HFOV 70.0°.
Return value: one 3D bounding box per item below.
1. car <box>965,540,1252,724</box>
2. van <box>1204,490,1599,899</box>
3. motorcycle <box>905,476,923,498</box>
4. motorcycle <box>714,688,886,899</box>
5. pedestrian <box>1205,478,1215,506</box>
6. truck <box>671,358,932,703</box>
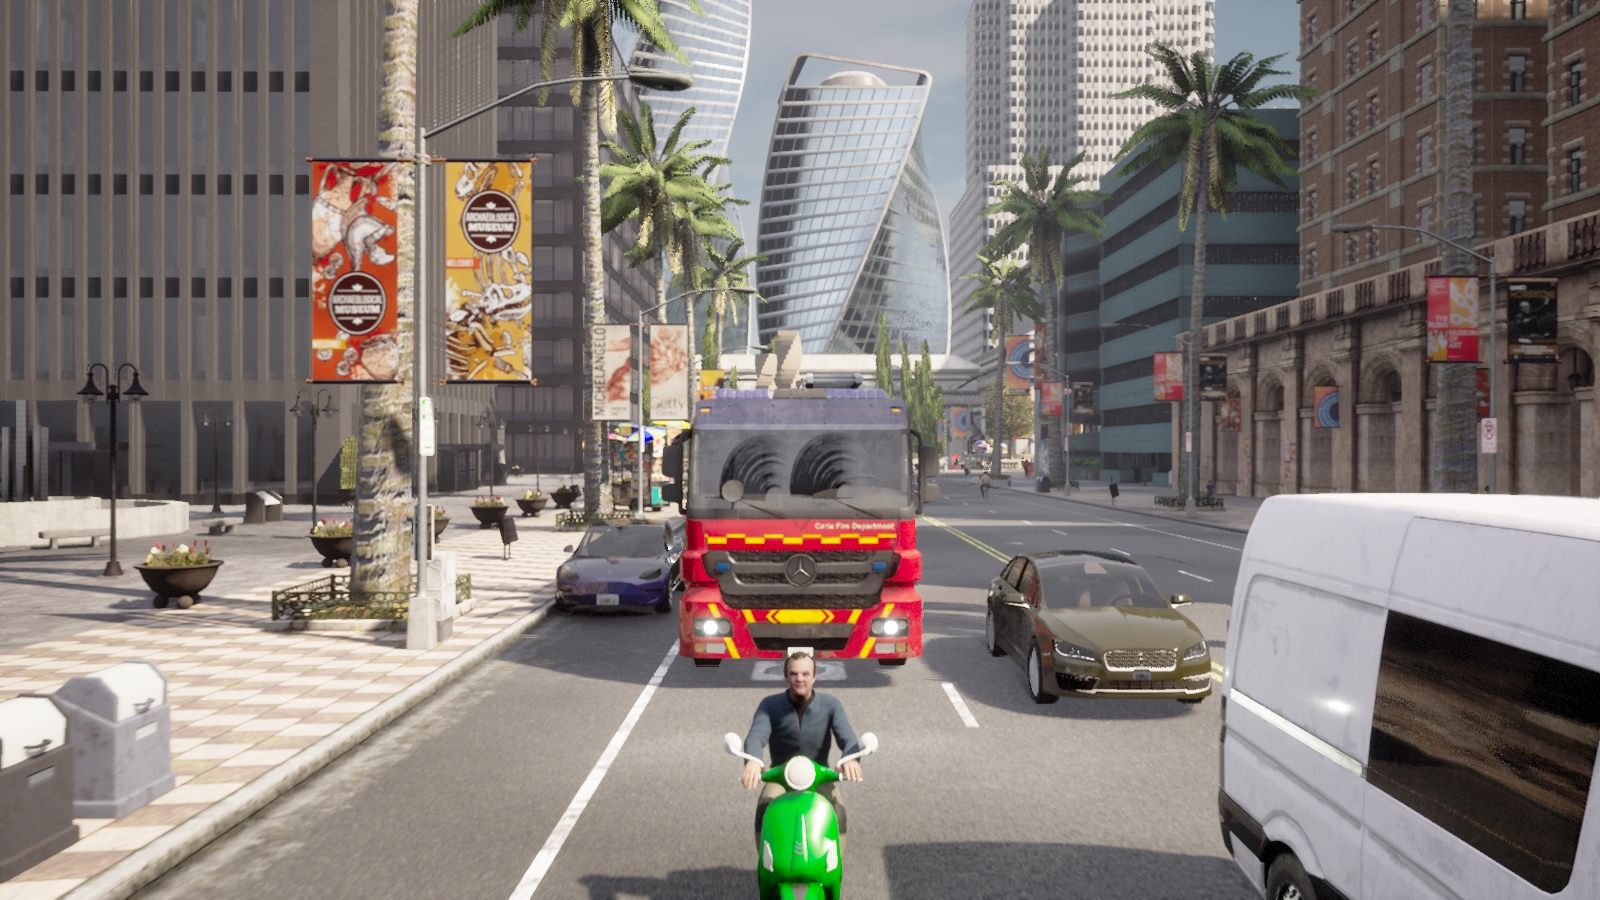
[{"bbox_3d":[3.502,2.053,14.122,2.231,1.480,4.892,0,0,0],"label":"car"},{"bbox_3d":[3.509,1.531,4.134,1.988,2.561,5.915,0,0,0],"label":"van"},{"bbox_3d":[6.717,2.151,67.432,0.856,1.236,1.805,0,0,0],"label":"motorcycle"},{"bbox_3d":[0.000,2.178,6.573,0.856,1.236,1.805,0,0,0],"label":"motorcycle"},{"bbox_3d":[19.232,1.951,53.566,0.375,1.300,0.375,0,0,6],"label":"pedestrian"},{"bbox_3d":[0.006,0.880,16.926,2.891,3.827,8.468,0,0,0],"label":"truck"}]
